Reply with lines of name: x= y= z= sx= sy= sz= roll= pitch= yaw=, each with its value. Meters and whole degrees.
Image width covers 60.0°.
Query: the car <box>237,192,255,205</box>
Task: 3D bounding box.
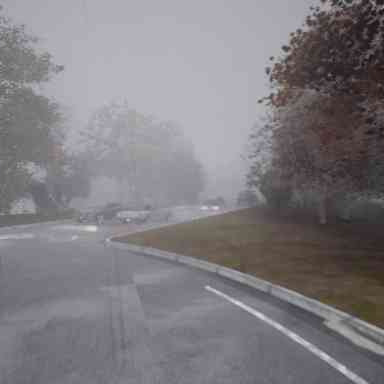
car: x=8.483 y=0.851 z=51.029 sx=2.150 sy=2.045 sz=5.566 roll=-1 pitch=1 yaw=23

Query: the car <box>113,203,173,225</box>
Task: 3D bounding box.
car: x=-3.206 y=1.527 z=23.736 sx=1.895 sy=1.301 sz=4.718 roll=-1 pitch=0 yaw=26

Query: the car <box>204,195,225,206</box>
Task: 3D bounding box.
car: x=3.285 y=1.192 z=48.018 sx=1.882 sy=1.535 sz=5.008 roll=-1 pitch=0 yaw=23

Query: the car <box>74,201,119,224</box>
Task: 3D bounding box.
car: x=-6.573 y=1.473 z=24.708 sx=1.837 sy=1.490 sz=4.892 roll=-1 pitch=0 yaw=23
